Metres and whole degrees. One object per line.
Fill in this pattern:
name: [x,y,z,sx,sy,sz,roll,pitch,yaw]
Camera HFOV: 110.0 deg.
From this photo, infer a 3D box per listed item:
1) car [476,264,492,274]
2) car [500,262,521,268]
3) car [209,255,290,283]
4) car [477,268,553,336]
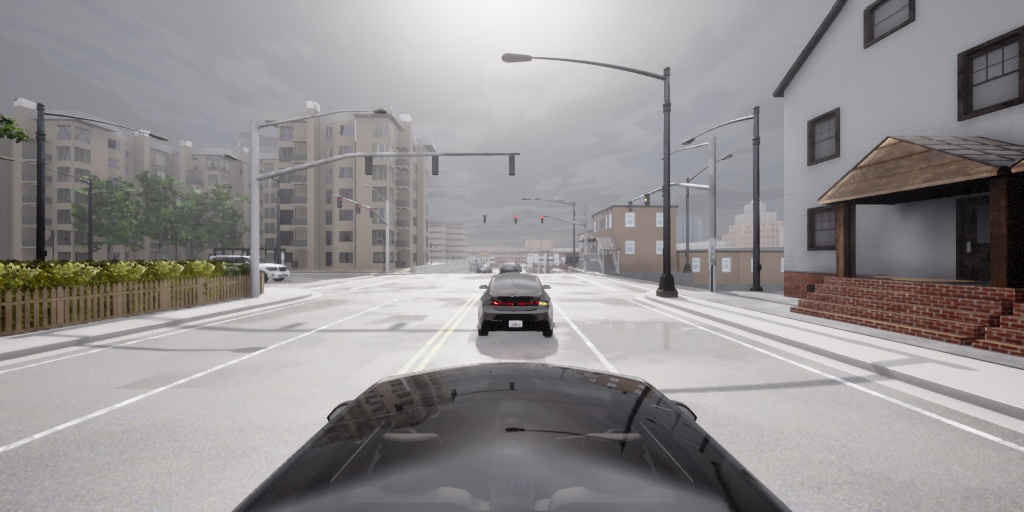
car: [-3.618,1.755,47.174,2.128,1.511,4.902,0,-5,0]
car: [-0.123,1.293,39.041,1.994,1.385,4.181,0,-2,6]
car: [-19.957,0.972,27.050,5.566,2.045,2.150,0,0,1]
car: [0.092,1.255,10.360,1.837,1.490,4.892,0,0,0]
